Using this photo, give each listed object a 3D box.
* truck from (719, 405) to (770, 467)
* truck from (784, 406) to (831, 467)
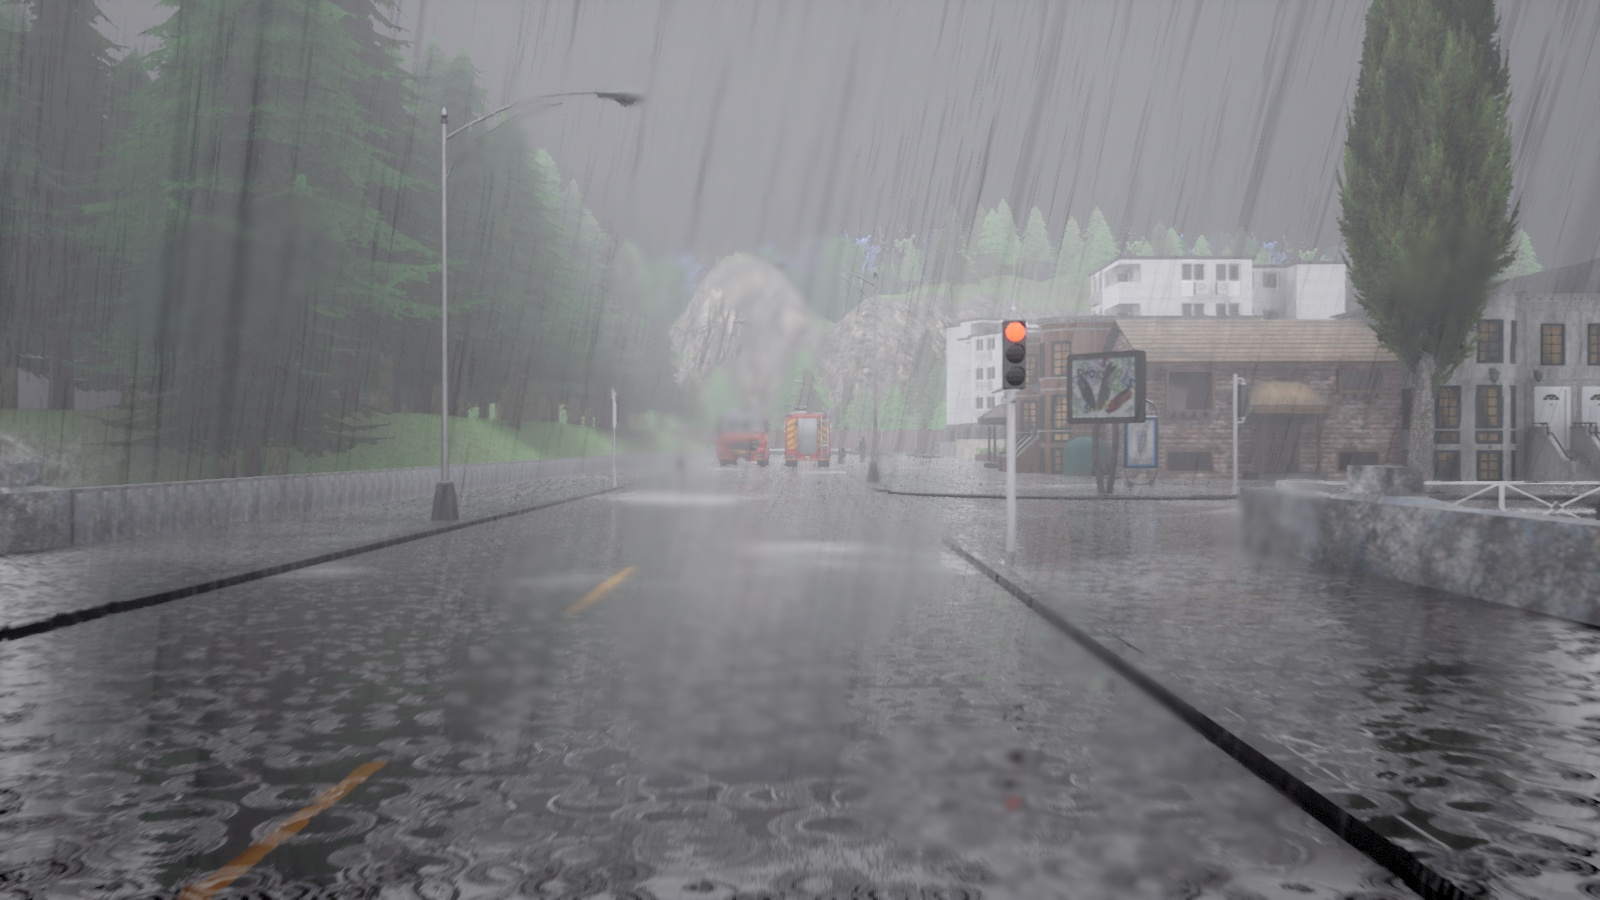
[{"bbox_3d":[-3.512,-0.878,81.178,2.891,3.827,8.468,0,0,0],"label":"truck"},{"bbox_3d":[0.495,-0.883,82.513,2.891,3.827,8.468,0,0,0],"label":"truck"}]
